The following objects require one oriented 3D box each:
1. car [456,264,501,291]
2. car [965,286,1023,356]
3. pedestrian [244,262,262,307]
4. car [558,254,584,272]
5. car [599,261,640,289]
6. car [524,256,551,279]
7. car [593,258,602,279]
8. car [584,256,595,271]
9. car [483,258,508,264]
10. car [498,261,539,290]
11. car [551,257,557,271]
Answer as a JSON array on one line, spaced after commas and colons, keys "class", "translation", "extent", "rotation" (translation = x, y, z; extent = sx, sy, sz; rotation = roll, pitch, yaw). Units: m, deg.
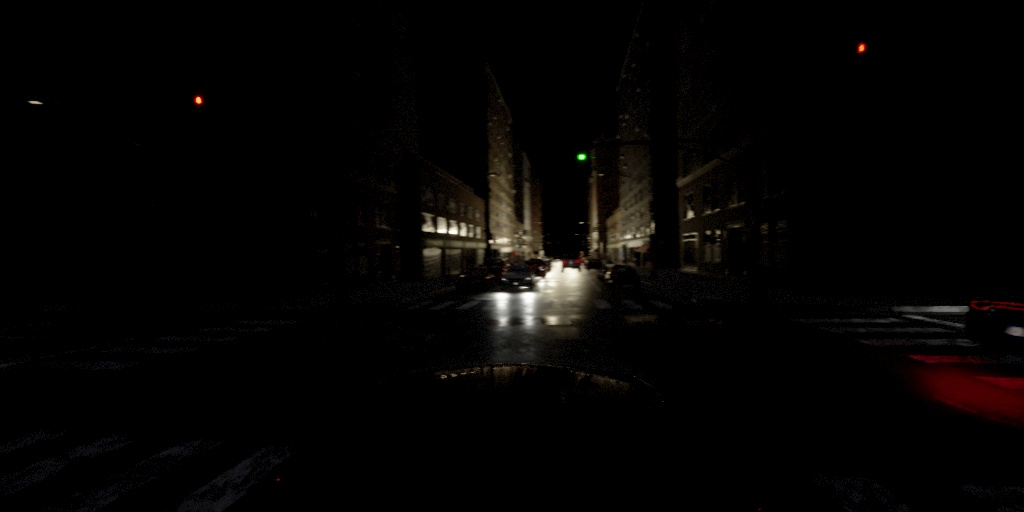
[{"class": "car", "translation": [-2.133, 1.363, 22.007], "extent": [1.802, 1.307, 4.207], "rotation": [0, 0, 9]}, {"class": "car", "translation": [10.140, 0.913, 5.316], "extent": [5.008, 1.535, 1.882], "rotation": [-2, 0, 4]}, {"class": "pedestrian", "translation": [-10.344, 1.143, 14.363], "extent": [0.375, 1.860, 0.375], "rotation": [-1, 1, 9]}, {"class": "car", "translation": [6.871, 0.772, 41.918], "extent": [2.150, 2.045, 5.566], "rotation": [-1, 0, 9]}, {"class": "car", "translation": [6.287, 1.152, 20.685], "extent": [1.802, 1.307, 4.207], "rotation": [0, 0, 9]}, {"class": "car", "translation": [2.014, 1.025, 31.701], "extent": [2.097, 1.767, 4.553], "rotation": [-1, 0, 9]}, {"class": "car", "translation": [7.194, 1.071, 26.346], "extent": [1.751, 1.417, 4.829], "rotation": [0, 0, 9]}, {"class": "car", "translation": [9.806, 1.022, 42.658], "extent": [1.888, 1.381, 4.507], "rotation": [0, 0, 9]}, {"class": "car", "translation": [-1.253, 1.071, 27.501], "extent": [2.192, 1.841, 5.009], "rotation": [0, 0, 9]}, {"class": "car", "translation": [0.468, 1.242, 22.131], "extent": [1.812, 1.442, 4.674], "rotation": [-1, 0, 7]}, {"class": "car", "translation": [3.714, 1.121, 41.885], "extent": [2.128, 1.511, 4.902], "rotation": [-1, 0, 10]}]
